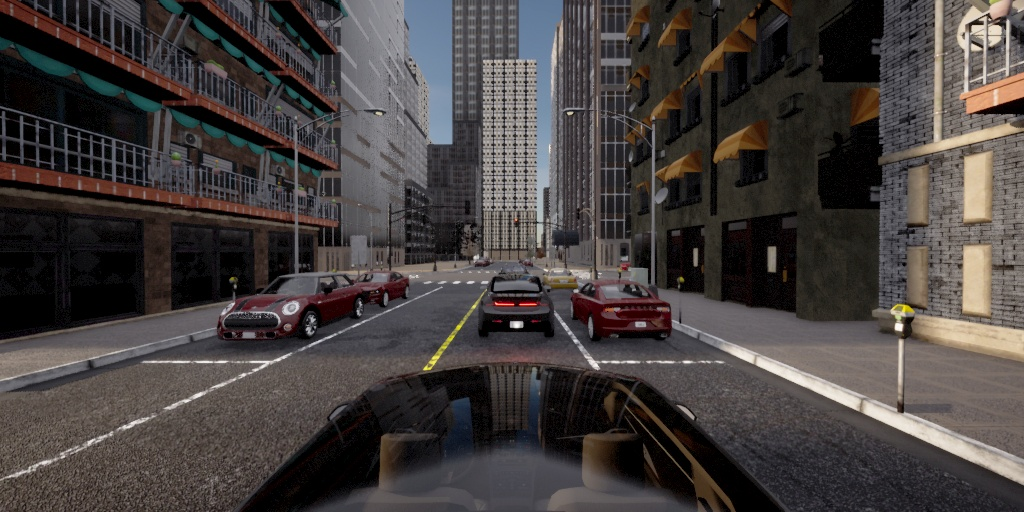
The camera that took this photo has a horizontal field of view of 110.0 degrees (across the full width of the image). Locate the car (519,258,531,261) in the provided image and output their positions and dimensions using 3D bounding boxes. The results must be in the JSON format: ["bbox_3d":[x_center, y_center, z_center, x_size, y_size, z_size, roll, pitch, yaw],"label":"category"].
[{"bbox_3d":[2.745,1.185,64.293,1.967,1.591,4.097,0,0,0],"label":"car"}]

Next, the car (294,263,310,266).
[{"bbox_3d":[-23.801,1.494,39.612,4.097,1.591,1.967,0,0,0],"label":"car"}]

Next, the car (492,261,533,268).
[{"bbox_3d":[0.115,1.239,20.405,2.128,1.511,4.902,0,0,0],"label":"car"}]

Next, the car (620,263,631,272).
[{"bbox_3d":[14.297,1.005,39.899,4.507,1.381,1.888,0,0,0],"label":"car"}]

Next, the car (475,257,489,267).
[{"bbox_3d":[-5.635,1.291,64.302,1.888,1.381,4.507,0,0,0],"label":"car"}]

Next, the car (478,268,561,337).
[{"bbox_3d":[0.107,1.253,10.272,1.837,1.490,4.892,0,0,0],"label":"car"}]

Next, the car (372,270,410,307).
[{"bbox_3d":[-5.680,1.293,15.265,1.888,1.381,4.507,0,0,0],"label":"car"}]

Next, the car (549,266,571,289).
[{"bbox_3d":[2.706,1.272,20.937,1.751,1.417,4.829,0,0,0],"label":"car"}]

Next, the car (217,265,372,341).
[{"bbox_3d":[-5.685,1.188,9.742,1.967,1.591,4.097,0,0,0],"label":"car"}]

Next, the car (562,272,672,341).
[{"bbox_3d":[2.697,1.294,9.720,1.888,1.381,4.507,0,0,0],"label":"car"}]
